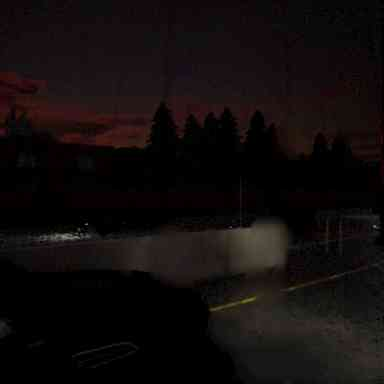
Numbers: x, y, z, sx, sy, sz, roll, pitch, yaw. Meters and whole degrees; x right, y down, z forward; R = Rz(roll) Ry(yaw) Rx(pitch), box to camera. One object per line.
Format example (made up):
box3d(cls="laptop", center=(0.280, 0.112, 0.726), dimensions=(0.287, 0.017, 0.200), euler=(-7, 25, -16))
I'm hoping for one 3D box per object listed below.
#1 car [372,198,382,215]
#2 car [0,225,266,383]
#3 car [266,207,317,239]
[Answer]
box3d(cls="car", center=(19.303, 1.145, 31.571), dimensions=(5.566, 2.045, 2.150), euler=(-1, 0, -37))
box3d(cls="car", center=(-2.267, 1.224, 2.132), dimensions=(5.566, 2.045, 2.150), euler=(0, 0, -36))
box3d(cls="car", center=(3.867, 1.480, 15.534), dimensions=(4.892, 1.490, 1.837), euler=(0, 0, -37))
